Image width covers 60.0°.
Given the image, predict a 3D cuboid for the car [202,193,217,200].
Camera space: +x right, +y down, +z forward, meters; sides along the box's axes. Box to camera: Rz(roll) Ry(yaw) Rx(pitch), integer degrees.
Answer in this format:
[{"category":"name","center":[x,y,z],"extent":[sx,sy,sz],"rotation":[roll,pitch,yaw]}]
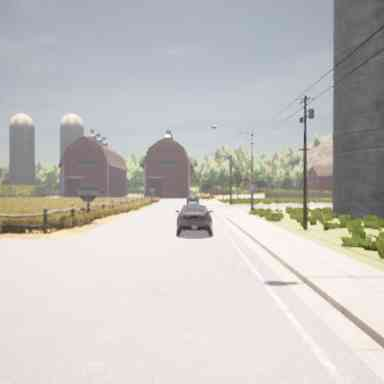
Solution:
[{"category":"car","center":[3.853,1.059,76.745],"extent":[1.882,1.535,5.008],"rotation":[0,1,38]}]

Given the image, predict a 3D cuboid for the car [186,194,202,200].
[{"category":"car","center":[0.127,1.065,57.335],"extent":[2.097,1.767,4.553],"rotation":[0,0,0]}]

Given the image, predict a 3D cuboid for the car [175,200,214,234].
[{"category":"car","center":[0.122,1.414,18.321],"extent":[1.837,1.490,4.892],"rotation":[0,0,0]}]
